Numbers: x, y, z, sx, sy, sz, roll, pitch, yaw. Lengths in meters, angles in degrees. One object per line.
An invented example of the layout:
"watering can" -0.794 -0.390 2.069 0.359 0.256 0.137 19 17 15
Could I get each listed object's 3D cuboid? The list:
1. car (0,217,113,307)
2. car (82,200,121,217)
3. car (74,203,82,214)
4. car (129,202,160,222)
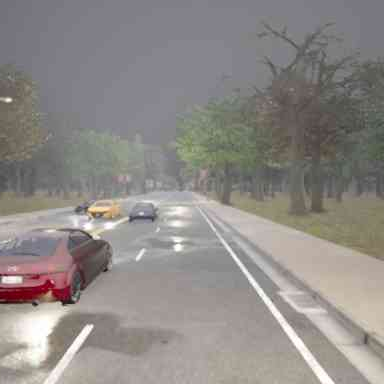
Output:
"car" -3.273 1.549 8.015 1.994 1.385 4.181 0 0 -1
"car" -7.090 1.409 27.242 1.882 1.535 5.008 0 0 -1
"car" -10.459 1.523 34.002 1.895 1.301 4.718 0 0 -1
"car" -3.610 1.485 25.530 1.994 1.385 4.181 0 0 -1
